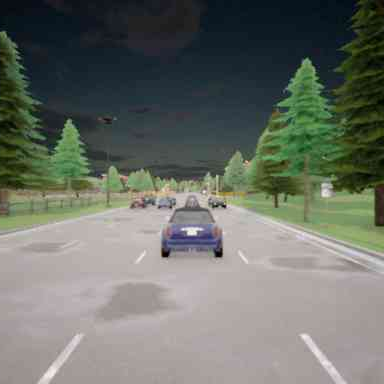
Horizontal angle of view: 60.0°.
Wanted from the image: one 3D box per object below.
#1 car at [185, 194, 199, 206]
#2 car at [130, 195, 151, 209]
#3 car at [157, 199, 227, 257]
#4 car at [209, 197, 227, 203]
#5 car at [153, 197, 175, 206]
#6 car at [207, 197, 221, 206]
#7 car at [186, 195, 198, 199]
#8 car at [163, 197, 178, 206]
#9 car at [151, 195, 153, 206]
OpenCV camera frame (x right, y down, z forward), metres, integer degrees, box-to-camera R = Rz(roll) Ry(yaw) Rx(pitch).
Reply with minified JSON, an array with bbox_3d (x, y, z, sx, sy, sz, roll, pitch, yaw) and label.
[{"bbox_3d":[0.017,1.285,53.982,2.097,1.767,4.553,0,0,0],"label":"car"},{"bbox_3d":[-6.986,1.471,44.011,1.812,1.442,4.674,0,0,0],"label":"car"},{"bbox_3d":[0.004,1.336,12.949,2.097,1.767,4.553,0,0,0],"label":"car"},{"bbox_3d":[3.514,1.546,44.038,1.895,1.301,4.718,0,0,0],"label":"car"},{"bbox_3d":[-3.487,1.494,43.593,2.033,1.411,5.357,0,0,0],"label":"car"},{"bbox_3d":[3.517,1.481,54.011,2.033,1.411,5.357,0,0,0],"label":"car"},{"bbox_3d":[0.014,1.510,43.975,1.994,1.385,4.181,0,0,0],"label":"car"},{"bbox_3d":[-3.483,1.481,54.013,2.033,1.411,5.357,0,0,0],"label":"car"},{"bbox_3d":[-6.983,1.285,53.984,2.097,1.767,4.553,0,0,0],"label":"car"}]
